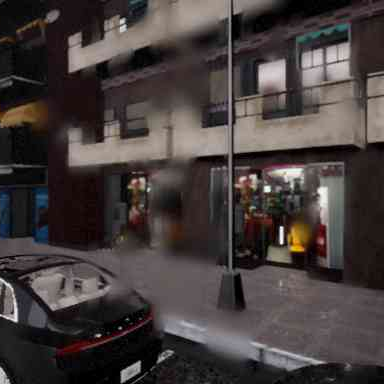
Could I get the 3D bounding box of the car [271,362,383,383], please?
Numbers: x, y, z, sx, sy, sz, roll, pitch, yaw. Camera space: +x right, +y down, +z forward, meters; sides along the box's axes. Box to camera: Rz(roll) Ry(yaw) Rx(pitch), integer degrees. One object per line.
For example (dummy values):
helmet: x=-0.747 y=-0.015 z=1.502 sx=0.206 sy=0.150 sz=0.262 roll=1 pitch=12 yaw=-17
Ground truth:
car: x=2.241 y=1.551 z=1.279 sx=4.403 sy=1.369 sz=2.008 roll=0 pitch=0 yaw=36

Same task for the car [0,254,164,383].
car: x=-2.386 y=1.550 z=4.579 sx=4.403 sy=1.369 sz=2.008 roll=0 pitch=0 yaw=35
